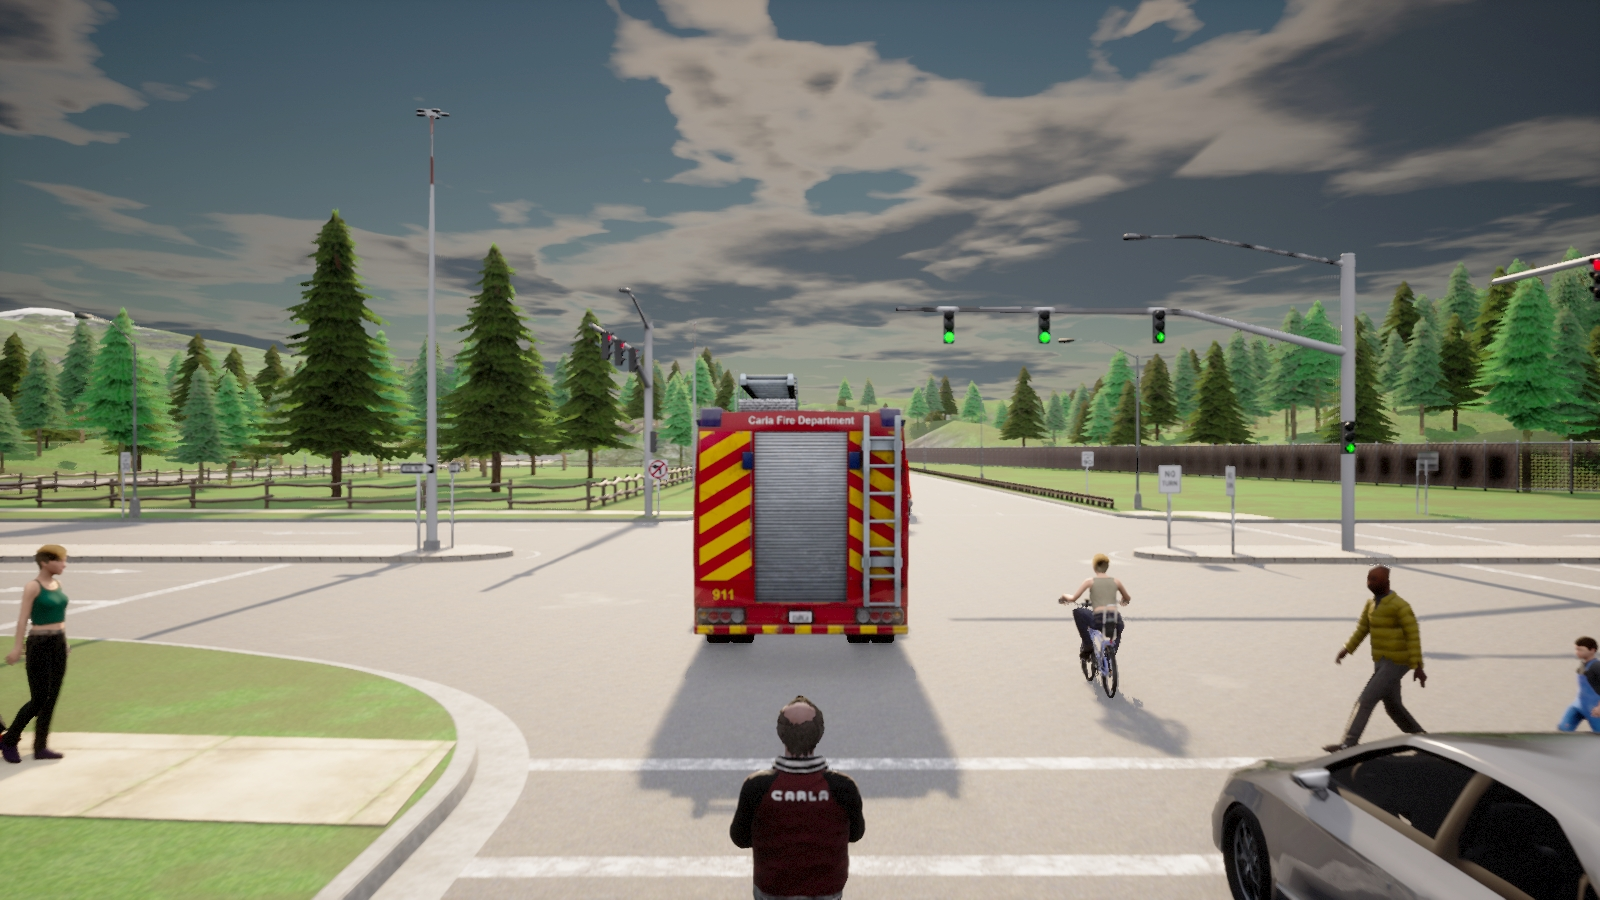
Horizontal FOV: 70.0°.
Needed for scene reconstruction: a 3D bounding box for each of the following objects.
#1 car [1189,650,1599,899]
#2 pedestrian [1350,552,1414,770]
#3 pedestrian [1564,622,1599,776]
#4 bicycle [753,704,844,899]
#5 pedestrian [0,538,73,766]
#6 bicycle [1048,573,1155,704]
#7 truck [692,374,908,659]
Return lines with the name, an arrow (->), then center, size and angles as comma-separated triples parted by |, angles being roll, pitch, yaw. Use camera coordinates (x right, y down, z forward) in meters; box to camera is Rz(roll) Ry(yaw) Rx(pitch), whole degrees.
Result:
car -> 3.504, 2.065, 5.519 | 1.816, 1.474, 4.193 | 0, 0, 0
pedestrian -> 5.145, 1.850, 10.109 | 0.375, 1.860, 0.375 | 0, 0, 0
pedestrian -> 7.169, 2.222, 10.254 | 0.375, 1.300, 0.375 | 0, 0, 1
bicycle -> -0.005, 2.060, 5.021 | 0.329, 1.471, 1.835 | 0, 0, 0
pedestrian -> -6.484, 1.696, 9.699 | 0.375, 1.860, 0.375 | 0, 0, 2
bicycle -> 3.489, 2.158, 13.345 | 0.859, 1.277, 1.487 | 0, 0, 0
truck -> 0.000, 0.890, 19.536 | 2.891, 3.827, 8.468 | 0, 0, 0
